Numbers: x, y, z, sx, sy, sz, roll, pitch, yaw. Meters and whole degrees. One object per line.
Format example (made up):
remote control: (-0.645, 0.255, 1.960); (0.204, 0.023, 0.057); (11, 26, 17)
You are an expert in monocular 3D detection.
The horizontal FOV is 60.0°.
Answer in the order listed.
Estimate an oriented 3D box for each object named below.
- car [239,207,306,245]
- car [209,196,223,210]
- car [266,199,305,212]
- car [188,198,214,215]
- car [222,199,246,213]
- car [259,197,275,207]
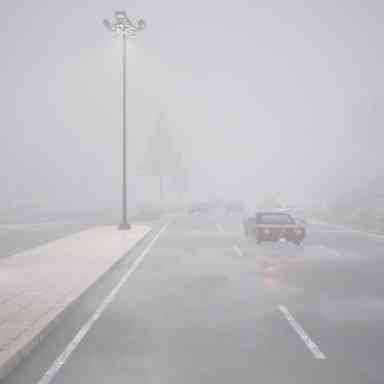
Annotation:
car: (3.601, 1.601, 15.480); (1.895, 1.301, 4.718); (0, 0, 0)
car: (3.222, 1.352, 44.129); (2.097, 1.767, 4.553); (0, 0, 15)
car: (7.173, 1.525, 25.133); (1.812, 1.442, 4.674); (0, 0, 1)
car: (0.822, 1.601, 34.129); (1.895, 1.301, 4.718); (0, 0, 8)
car: (4.867, 1.564, 36.652); (1.994, 1.385, 4.181); (0, 0, 13)
car: (8.966, 1.352, 38.669); (2.097, 1.767, 4.553); (0, 0, 14)
